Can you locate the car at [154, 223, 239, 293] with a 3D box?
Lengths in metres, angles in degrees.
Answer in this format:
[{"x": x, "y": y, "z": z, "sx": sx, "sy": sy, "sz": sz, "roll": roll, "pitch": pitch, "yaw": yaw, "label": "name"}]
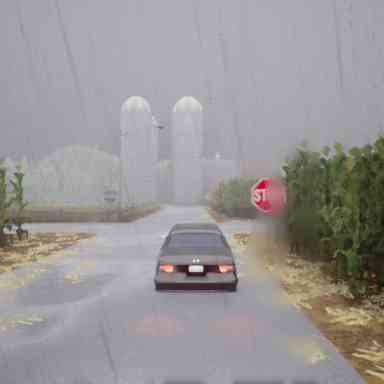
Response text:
[{"x": 0.096, "y": 1.554, "z": 8.979, "sx": 2.033, "sy": 1.411, "sz": 5.357, "roll": 0, "pitch": 0, "yaw": 0, "label": "car"}]
